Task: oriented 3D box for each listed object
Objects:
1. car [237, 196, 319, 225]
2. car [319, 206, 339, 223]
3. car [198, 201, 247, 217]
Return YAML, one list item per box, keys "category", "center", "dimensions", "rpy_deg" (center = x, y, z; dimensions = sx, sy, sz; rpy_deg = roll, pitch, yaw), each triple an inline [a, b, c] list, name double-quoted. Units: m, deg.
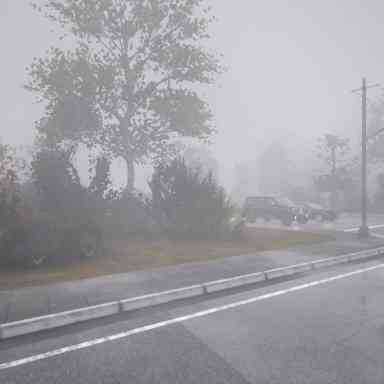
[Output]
- category: "car"
  center: [6.235, 1.316, 25.123]
  dimensions: [2.150, 2.045, 5.566]
  rpy_deg: [0, -1, -37]
- category: "car"
  center: [9.270, 1.566, 26.866]
  dimensions: [1.882, 1.535, 5.008]
  rpy_deg: [0, -1, -39]
- category: "car"
  center: [3.083, 1.705, 34.178]
  dimensions: [1.882, 1.535, 5.008]
  rpy_deg: [0, -1, -43]
